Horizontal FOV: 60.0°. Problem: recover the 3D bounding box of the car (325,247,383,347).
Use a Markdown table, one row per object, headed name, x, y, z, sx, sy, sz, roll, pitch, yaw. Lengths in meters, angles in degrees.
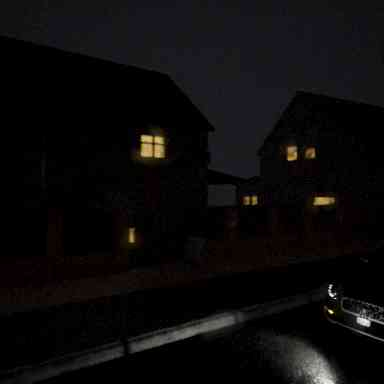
| name | x | y | z | sx | sy | sz | roll | pitch | yaw |
| --- | --- | --- | --- | --- | --- | --- | --- | --- | --- |
| car | 4.397 | 1.523 | 5.865 | 4.892 | 1.490 | 1.837 | 0 | 0 | -33 |
